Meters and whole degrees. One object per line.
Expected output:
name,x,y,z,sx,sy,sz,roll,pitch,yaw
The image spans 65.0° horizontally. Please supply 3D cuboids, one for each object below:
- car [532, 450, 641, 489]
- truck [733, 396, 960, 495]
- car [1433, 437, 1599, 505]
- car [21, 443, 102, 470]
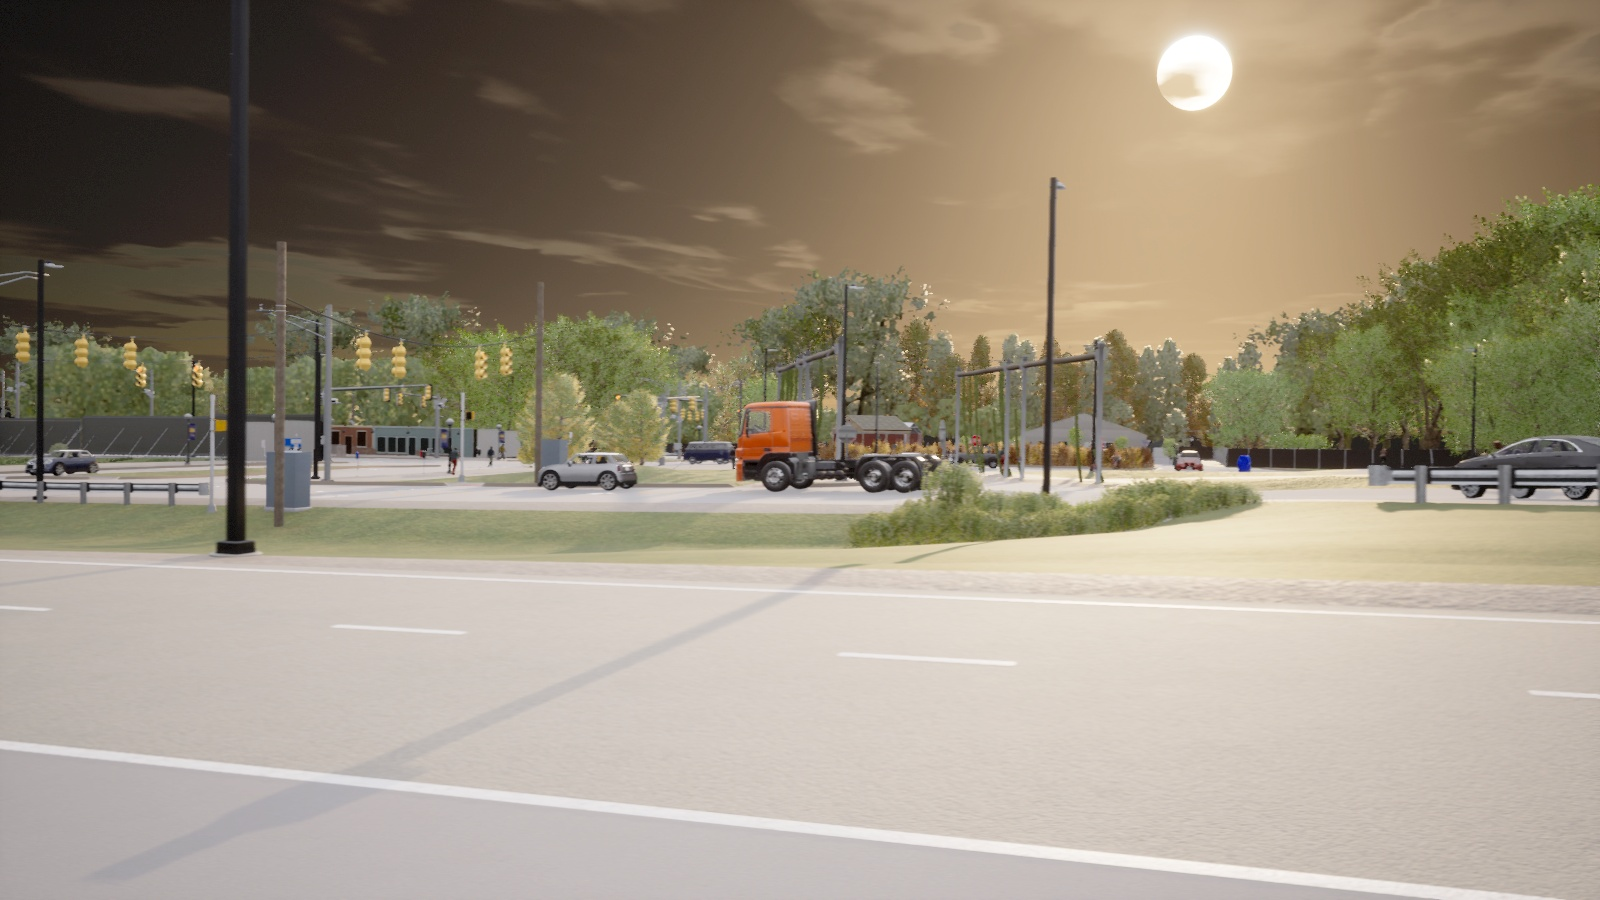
car,-8.538,0.741,50.222,3.806,1.475,1.970,0,1,18
truck,1.724,-0.190,46.803,7.936,3.462,2.891,0,1,22
car,17.899,0.528,29.988,2.128,1.511,4.902,1,-2,-18
car,-43.014,0.371,73.200,1.970,1.475,3.806,1,1,14
